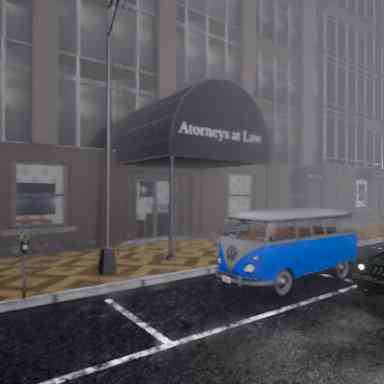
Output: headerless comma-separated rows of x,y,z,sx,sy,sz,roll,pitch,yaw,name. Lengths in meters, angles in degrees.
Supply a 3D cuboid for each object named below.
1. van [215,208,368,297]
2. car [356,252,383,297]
2.449,1.329,8.294,3.998,1.788,1.690,0,1,-35,van
5.568,1.585,7.347,4.718,1.301,1.895,0,0,-35,car
